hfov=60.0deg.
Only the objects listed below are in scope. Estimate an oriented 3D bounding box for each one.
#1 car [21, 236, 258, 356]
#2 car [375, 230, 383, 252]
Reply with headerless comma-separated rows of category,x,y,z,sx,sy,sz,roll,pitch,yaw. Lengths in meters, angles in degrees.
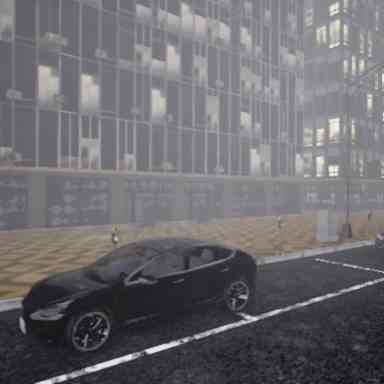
car,-0.668,1.556,6.072,4.313,1.339,1.947,0,0,-35
car,8.639,1.575,12.625,4.206,1.307,1.802,0,0,-35
